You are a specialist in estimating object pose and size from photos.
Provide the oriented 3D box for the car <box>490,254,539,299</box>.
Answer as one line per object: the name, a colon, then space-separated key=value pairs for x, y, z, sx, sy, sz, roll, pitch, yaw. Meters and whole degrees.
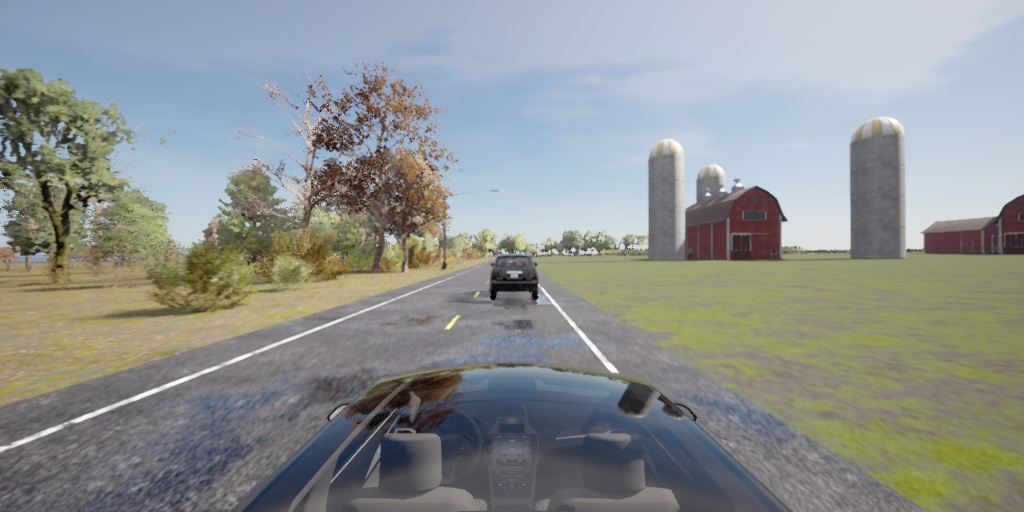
car: x=0.098 y=0.908 z=17.665 sx=2.150 sy=2.045 sz=5.566 roll=0 pitch=0 yaw=0
